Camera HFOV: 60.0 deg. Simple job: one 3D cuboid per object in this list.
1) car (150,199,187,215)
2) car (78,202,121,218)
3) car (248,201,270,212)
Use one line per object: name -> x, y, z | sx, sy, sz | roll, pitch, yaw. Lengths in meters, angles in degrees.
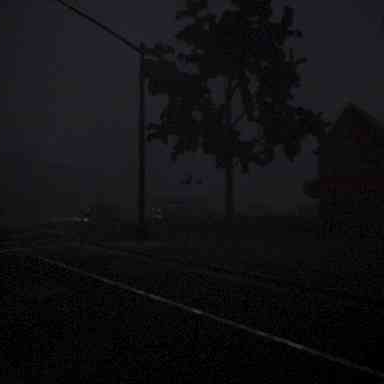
car -> -3.084, 1.959, 44.932 | 2.150, 2.045, 5.566 | -1, -1, 44
car -> -10.354, 1.953, 37.311 | 2.097, 1.767, 4.553 | -1, -1, 44
car -> 11.054, 2.273, 54.625 | 2.097, 1.767, 4.553 | -1, -1, 41
